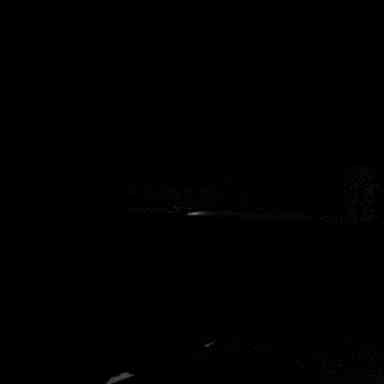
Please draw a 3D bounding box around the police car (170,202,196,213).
[{"bbox_3d":[-1.369,2.328,49.969,2.038,1.542,4.974,-2,0,-35],"label":"police car"}]
